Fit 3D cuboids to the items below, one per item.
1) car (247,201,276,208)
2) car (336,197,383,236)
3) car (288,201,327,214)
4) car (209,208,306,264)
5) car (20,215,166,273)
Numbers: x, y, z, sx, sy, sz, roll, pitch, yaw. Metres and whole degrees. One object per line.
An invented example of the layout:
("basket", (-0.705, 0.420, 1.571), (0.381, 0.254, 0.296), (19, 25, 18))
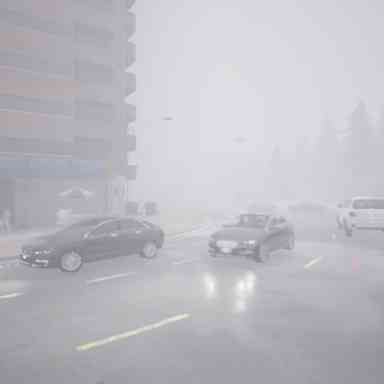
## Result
("car", (8.318, 1.769, 40.073), (1.994, 1.385, 4.181), (0, 0, -21))
("car", (9.605, 1.295, 18.763), (2.150, 2.045, 5.566), (0, 0, 18))
("car", (12.956, 1.719, 37.671), (2.033, 1.411, 5.357), (0, 0, -16))
("car", (2.406, 1.558, 12.412), (2.128, 1.511, 4.902), (0, 0, 34))
("car", (-3.068, 1.586, 11.168), (1.837, 1.490, 4.892), (0, 0, 43))
